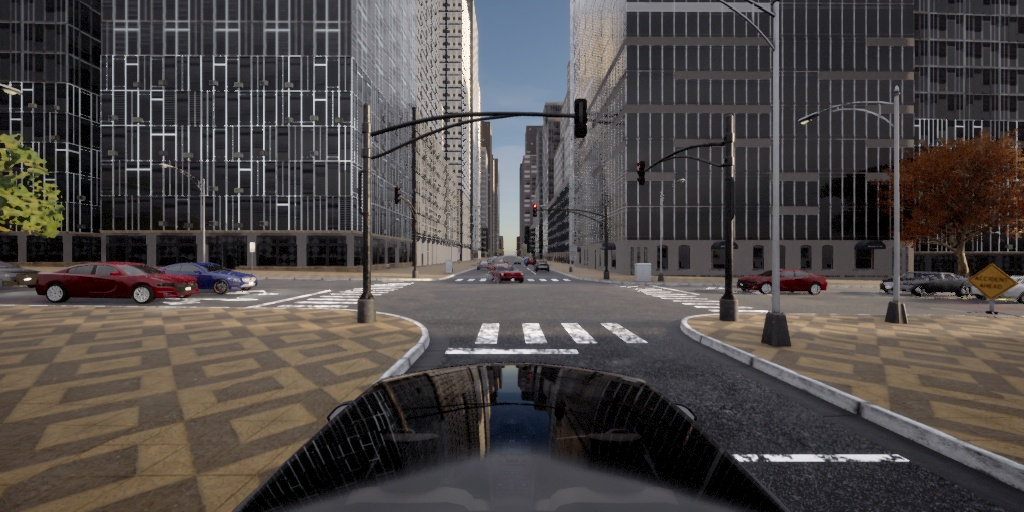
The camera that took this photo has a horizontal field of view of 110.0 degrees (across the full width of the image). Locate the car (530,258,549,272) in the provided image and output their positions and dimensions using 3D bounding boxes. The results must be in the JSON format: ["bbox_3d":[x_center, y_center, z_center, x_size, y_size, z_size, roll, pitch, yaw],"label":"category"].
[{"bbox_3d":[3.844,1.329,46.676,1.948,1.339,4.313,0,0,0],"label":"car"}]

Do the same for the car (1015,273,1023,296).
[{"bbox_3d":[36.279,1.932,23.269,4.892,1.490,1.837,1,0,-3],"label":"car"}]

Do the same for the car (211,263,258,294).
[{"bbox_3d":[-14.977,1.026,17.352,4.674,1.442,1.812,1,0,-1],"label":"car"}]

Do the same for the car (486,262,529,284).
[{"bbox_3d":[-0.471,1.372,27.420,1.895,1.301,4.718,0,0,-13],"label":"car"}]

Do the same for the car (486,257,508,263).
[{"bbox_3d":[-1.593,1.121,42.586,2.097,1.767,4.553,0,0,0],"label":"car"}]

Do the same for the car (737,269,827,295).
[{"bbox_3d":[16.718,1.554,22.334,5.008,1.535,1.882,1,0,-3],"label":"car"}]

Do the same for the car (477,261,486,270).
[{"bbox_3d":[-4.119,1.343,52.154,1.802,1.307,4.207,0,0,0],"label":"car"}]

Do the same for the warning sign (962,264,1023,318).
[{"bbox_3d":[17.257,1.204,12.900,1.060,1.860,1.300,0,0,-3],"label":"warning sign"}]

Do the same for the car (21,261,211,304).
[{"bbox_3d":[-15.288,0.973,14.080,5.008,1.535,1.882,1,0,-2],"label":"car"}]

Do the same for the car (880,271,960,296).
[{"bbox_3d":[26.288,1.739,22.796,4.902,1.511,2.128,1,0,-3],"label":"car"}]

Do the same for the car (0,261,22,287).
[{"bbox_3d":[-24.903,0.882,16.875,4.181,1.385,1.994,1,0,-3],"label":"car"}]

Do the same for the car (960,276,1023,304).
[{"bbox_3d":[27.766,1.801,19.402,4.674,1.442,1.812,1,0,-3],"label":"car"}]
